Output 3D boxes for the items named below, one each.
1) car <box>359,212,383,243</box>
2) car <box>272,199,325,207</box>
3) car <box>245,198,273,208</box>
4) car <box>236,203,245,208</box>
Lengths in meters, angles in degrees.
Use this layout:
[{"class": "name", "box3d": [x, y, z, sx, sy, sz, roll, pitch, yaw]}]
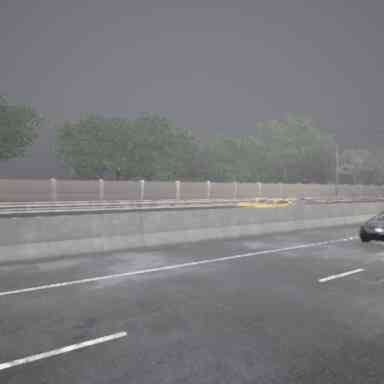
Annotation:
[{"class": "car", "box3d": [9.214, 1.504, 14.618, 4.181, 1.385, 1.994, 0, 0, -36]}, {"class": "car", "box3d": [9.326, 1.387, 27.841, 5.008, 1.535, 1.882, 0, 0, -35]}, {"class": "car", "box3d": [7.627, 1.385, 30.927, 5.008, 1.535, 1.882, 0, 0, -35]}, {"class": "car", "box3d": [6.719, 1.380, 34.577, 5.008, 1.535, 1.882, 0, 0, -35]}]
